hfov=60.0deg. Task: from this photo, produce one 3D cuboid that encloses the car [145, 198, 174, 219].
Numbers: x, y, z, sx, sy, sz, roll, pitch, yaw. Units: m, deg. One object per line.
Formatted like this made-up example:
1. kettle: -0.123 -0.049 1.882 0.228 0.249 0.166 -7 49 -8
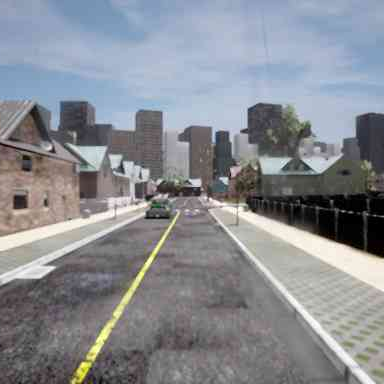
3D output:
1. car: -2.765 1.332 28.989 2.097 1.767 4.553 0 0 0
